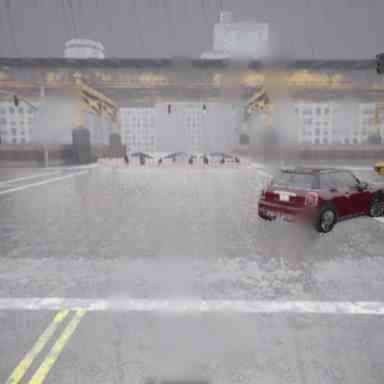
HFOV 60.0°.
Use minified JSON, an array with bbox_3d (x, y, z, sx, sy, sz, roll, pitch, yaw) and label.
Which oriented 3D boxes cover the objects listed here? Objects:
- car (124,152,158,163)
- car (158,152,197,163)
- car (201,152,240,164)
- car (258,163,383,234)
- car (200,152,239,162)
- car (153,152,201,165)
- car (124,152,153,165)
[{"bbox_3d":[-6.479,-4.393,41.732,4.536,1.218,1.853,8,11,44],"label":"car"},{"bbox_3d":[-1.793,-4.386,41.634,4.536,1.218,1.853,-6,10,-35],"label":"car"},{"bbox_3d":[3.548,-4.324,42.289,4.974,1.542,2.038,4,9,30],"label":"car"},{"bbox_3d":[4.233,-0.018,10.538,4.553,1.767,2.097,-7,11,-38],"label":"car"},{"bbox_3d":[3.503,-4.484,42.292,4.536,1.218,1.853,4,9,30],"label":"car"},{"bbox_3d":[-1.835,-4.225,41.626,4.974,1.542,2.038,-6,10,-35],"label":"car"},{"bbox_3d":[-6.442,-4.232,41.718,4.974,1.542,2.038,8,11,44],"label":"car"}]
